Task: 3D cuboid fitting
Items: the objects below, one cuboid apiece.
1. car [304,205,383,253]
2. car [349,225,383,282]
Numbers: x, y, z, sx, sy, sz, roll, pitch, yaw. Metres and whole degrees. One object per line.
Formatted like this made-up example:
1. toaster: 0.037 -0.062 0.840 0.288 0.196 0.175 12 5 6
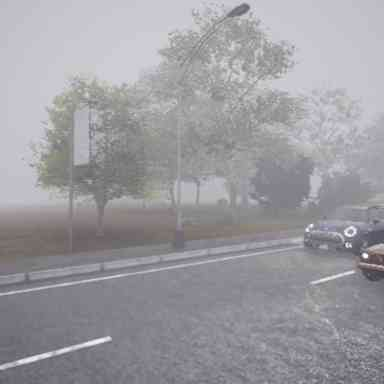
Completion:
1. car: 6.449 1.355 13.102 4.553 1.767 2.097 0 0 -37
2. car: 6.281 1.601 8.619 4.718 1.301 1.895 0 0 -36
